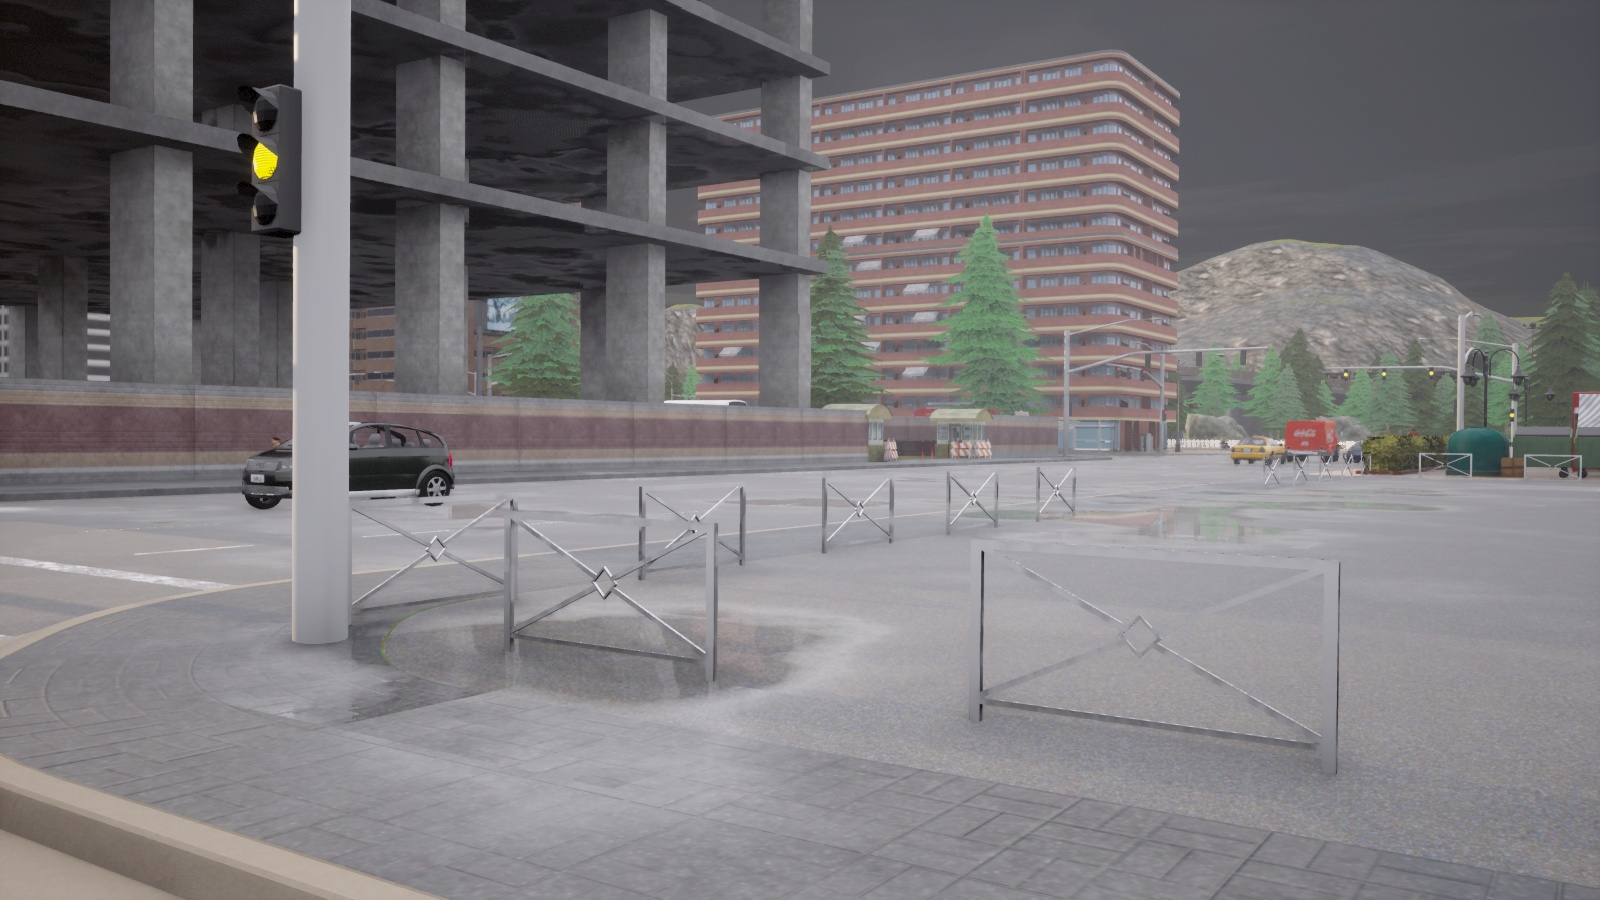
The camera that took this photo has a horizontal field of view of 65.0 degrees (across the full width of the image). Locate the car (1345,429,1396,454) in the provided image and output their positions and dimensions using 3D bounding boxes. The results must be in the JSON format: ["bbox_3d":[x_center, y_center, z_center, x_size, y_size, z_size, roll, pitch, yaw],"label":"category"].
[{"bbox_3d":[32.288,-0.486,70.979,1.994,1.385,4.181,0,1,33],"label":"car"}]

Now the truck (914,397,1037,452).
[{"bbox_3d":[12.721,-1.797,91.465,8.468,3.827,2.891,0,1,34],"label":"truck"}]

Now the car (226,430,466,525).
[{"bbox_3d":[-8.052,0.420,22.540,1.789,1.549,3.705,0,1,33],"label":"car"}]

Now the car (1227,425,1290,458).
[{"bbox_3d":[23.324,-0.467,63.745,1.801,1.575,5.366,0,1,33],"label":"car"}]

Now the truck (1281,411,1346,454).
[{"bbox_3d":[30.691,-1.065,74.914,2.627,2.467,5.204,0,1,33],"label":"truck"}]
